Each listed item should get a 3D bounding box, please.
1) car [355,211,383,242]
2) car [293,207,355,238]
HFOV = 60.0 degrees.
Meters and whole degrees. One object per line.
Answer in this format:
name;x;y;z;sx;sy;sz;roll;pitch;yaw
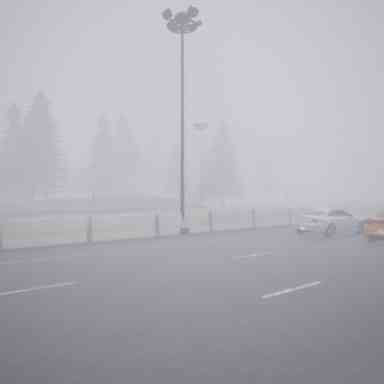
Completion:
car;9.746;1.479;15.025;5.008;1.535;1.882;0;0;-35
car;7.273;1.526;17.562;4.674;1.442;1.812;0;0;-35
